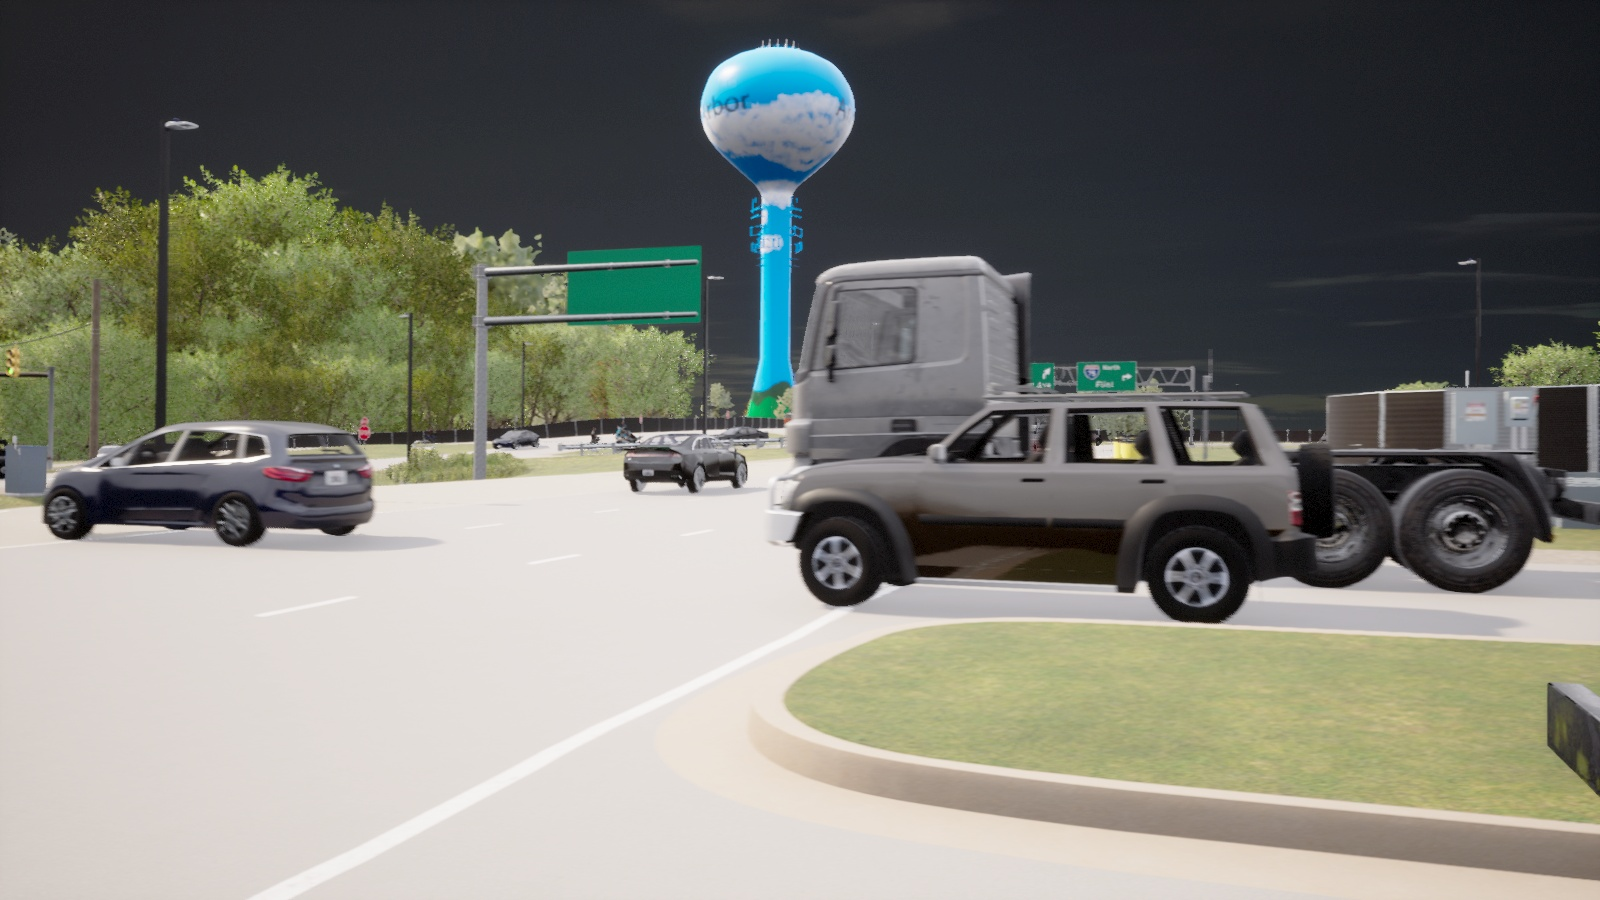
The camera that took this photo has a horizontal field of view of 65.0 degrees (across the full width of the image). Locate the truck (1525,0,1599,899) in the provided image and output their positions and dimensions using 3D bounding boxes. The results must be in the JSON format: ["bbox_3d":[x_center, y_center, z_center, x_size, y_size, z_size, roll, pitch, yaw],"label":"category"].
[{"bbox_3d":[5.589,-0.148,1.311,7.936,3.462,2.891,0,1,19],"label":"truck"}]

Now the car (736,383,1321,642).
[{"bbox_3d":[1.950,0.414,10.757,4.605,1.855,1.932,1,1,22],"label":"car"}]

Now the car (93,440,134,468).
[{"bbox_3d":[-37.056,0.195,67.852,1.812,1.442,4.674,-1,1,-27],"label":"car"}]

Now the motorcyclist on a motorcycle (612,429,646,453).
[{"bbox_3d":[-11.784,-0.612,86.550,2.191,1.530,0.866,-2,1,-22],"label":"motorcyclist on a motorcycle"}]

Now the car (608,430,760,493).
[{"bbox_3d":[-2.918,0.247,32.882,2.128,1.511,4.902,1,1,19],"label":"car"}]

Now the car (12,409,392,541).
[{"bbox_3d":[-8.441,0.281,17.829,4.611,1.667,2.242,1,1,19],"label":"car"}]

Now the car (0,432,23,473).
[{"bbox_3d":[-38.504,0.133,58.223,1.905,1.878,3.866,1,1,18],"label":"car"}]

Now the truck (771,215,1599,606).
[{"bbox_3d":[3.920,-0.389,13.657,7.936,3.462,2.891,1,0,18],"label":"truck"}]

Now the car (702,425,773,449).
[{"bbox_3d":[-4.452,-0.954,90.431,5.008,1.535,1.882,-3,2,-43],"label":"car"}]
